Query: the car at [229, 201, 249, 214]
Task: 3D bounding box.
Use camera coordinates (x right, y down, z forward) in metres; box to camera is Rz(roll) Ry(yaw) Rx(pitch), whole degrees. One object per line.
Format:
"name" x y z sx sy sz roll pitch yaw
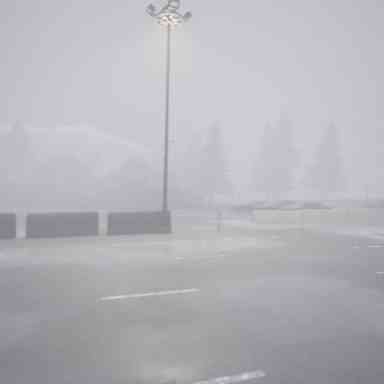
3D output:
"car" 6.172 1.509 33.549 4.718 1.301 1.895 0 0 -18

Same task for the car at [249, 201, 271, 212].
"car" 8.129 1.407 30.505 5.008 1.535 1.882 0 0 -18

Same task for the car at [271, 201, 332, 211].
"car" 9.223 1.473 27.169 4.674 1.442 1.812 0 0 -18
